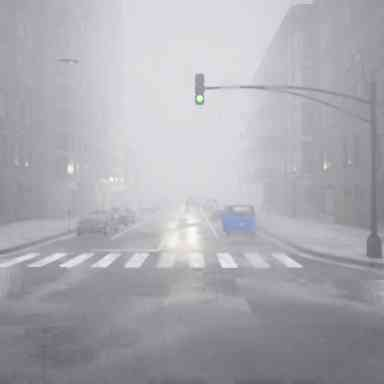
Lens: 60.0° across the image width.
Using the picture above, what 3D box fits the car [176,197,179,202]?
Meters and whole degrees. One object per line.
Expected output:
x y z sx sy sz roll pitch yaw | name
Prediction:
-5.385 2.401 93.307 1.802 1.307 4.206 0 0 0 | car

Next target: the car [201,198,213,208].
2.639 1.971 59.223 1.967 1.590 4.097 0 0 0 | car

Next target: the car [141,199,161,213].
-5.387 1.909 42.003 1.752 1.417 4.829 0 -1 0 | car

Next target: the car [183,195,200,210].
0.105 1.697 52.772 2.150 2.045 5.566 0 0 0 | car

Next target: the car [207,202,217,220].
2.638 1.866 30.816 1.802 1.307 4.206 0 -1 0 | car

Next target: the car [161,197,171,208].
-5.386 2.096 59.217 1.947 1.339 4.313 0 0 0 | car

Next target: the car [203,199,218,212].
2.639 1.967 42.179 1.802 1.307 4.206 0 0 0 | car

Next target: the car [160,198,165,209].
-5.386 1.999 47.855 1.947 1.339 4.313 0 0 0 | car

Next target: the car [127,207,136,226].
-5.387 1.777 25.128 1.887 1.381 4.507 0 -1 0 | car

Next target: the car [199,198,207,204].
2.640 2.289 81.946 1.947 1.339 4.313 0 0 0 | car

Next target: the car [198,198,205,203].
2.640 2.346 93.479 1.752 1.417 4.829 0 0 0 | car

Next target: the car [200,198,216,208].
2.639 1.749 47.862 2.192 1.841 5.009 0 0 0 | car

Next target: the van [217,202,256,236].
2.638 1.521 19.457 1.690 1.788 3.998 0 -1 0 | van

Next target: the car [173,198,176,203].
-5.386 2.115 76.263 1.967 1.590 4.097 0 0 0 | car

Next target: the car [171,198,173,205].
-5.386 1.893 64.901 2.192 1.841 5.009 0 0 0 | car

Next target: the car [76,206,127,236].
-5.387 1.731 19.446 2.008 1.369 4.403 0 -1 0 | car

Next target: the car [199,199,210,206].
2.639 2.178 70.584 2.008 1.369 4.403 0 0 0 | car
